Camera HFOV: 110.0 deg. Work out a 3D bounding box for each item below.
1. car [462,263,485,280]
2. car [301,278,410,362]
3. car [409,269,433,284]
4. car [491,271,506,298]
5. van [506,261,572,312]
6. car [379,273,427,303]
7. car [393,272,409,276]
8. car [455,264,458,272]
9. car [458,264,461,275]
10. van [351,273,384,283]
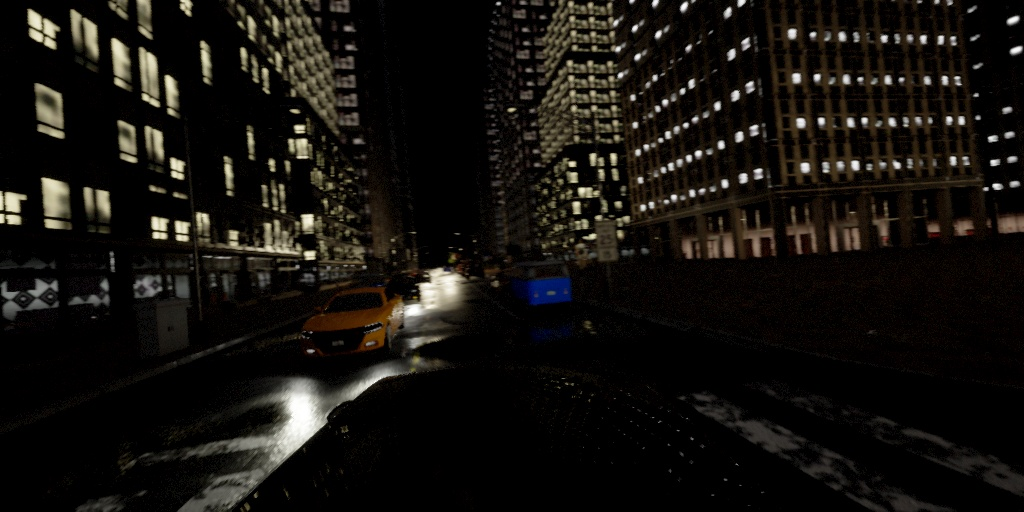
[{"bbox_3d":[-4.246,1.726,41.412,2.192,1.841,5.009,0,0,-11],"label":"car"},{"bbox_3d":[-4.202,1.650,10.111,1.882,1.535,5.008,-5,0,-11],"label":"car"},{"bbox_3d":[-9.770,2.422,39.590,2.033,1.411,5.357,-5,0,-10],"label":"car"},{"bbox_3d":[-0.064,1.434,19.662,1.888,1.381,4.507,0,0,-11],"label":"car"},{"bbox_3d":[1.064,1.091,14.241,1.690,1.789,3.998,0,0,-11],"label":"van"},{"bbox_3d":[-6.256,1.995,20.889,1.994,1.385,4.181,-5,0,-11],"label":"car"},{"bbox_3d":[-12.445,2.676,39.827,1.948,1.339,4.313,0,0,-11],"label":"car"},{"bbox_3d":[-8.405,2.245,63.170,2.192,1.841,5.009,0,0,-11],"label":"car"},{"bbox_3d":[-6.325,1.986,52.291,2.192,1.841,5.009,0,0,-11],"label":"car"},{"bbox_3d":[-9.326,2.060,23.510,1.690,1.789,3.998,0,0,-11],"label":"van"}]
